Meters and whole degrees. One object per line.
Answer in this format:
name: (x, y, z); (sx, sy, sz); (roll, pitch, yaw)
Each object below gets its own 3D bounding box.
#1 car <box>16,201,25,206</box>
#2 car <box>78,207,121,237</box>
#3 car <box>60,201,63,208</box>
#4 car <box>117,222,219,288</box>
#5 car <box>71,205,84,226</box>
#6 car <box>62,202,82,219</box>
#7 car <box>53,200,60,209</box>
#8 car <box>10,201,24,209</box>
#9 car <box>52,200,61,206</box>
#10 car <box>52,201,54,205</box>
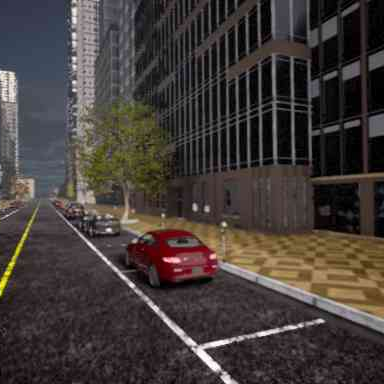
car: (-43.345, 2.883, 84.005); (1.887, 1.381, 4.507); (0, -1, -24)
car: (-5.384, 1.845, 19.931); (2.008, 1.369, 4.403); (0, -1, -24)
car: (-14.712, 2.055, 40.701); (1.967, 1.590, 4.097); (0, -1, -24)
car: (-0.721, 1.705, 9.546); (1.802, 1.307, 4.206); (0, -1, -24)
car: (-7.716, 1.927, 25.123); (2.008, 1.369, 4.403); (0, -1, -24)
car: (-12.381, 1.976, 35.509); (1.967, 1.590, 4.097); (0, -1, -24)
car: (-24.038, 2.470, 61.470); (1.887, 1.381, 4.507); (0, -1, -24)
car: (-36.349, 2.665, 68.427); (1.887, 1.381, 4.507); (0, -1, -24)
car: (-35.697, 2.857, 87.431); (1.947, 1.339, 4.313); (0, -1, -24)
car: (-31.033, 2.712, 77.047); (1.947, 1.339, 4.313); (0, -1, -24)
